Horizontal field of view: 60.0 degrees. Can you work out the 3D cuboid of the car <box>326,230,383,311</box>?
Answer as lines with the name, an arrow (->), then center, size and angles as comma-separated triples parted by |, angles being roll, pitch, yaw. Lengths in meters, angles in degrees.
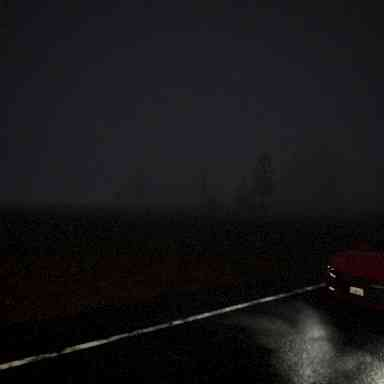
car -> 5.084, 1.583, 7.618 | 5.008, 1.535, 1.882 | 1, 0, -35
